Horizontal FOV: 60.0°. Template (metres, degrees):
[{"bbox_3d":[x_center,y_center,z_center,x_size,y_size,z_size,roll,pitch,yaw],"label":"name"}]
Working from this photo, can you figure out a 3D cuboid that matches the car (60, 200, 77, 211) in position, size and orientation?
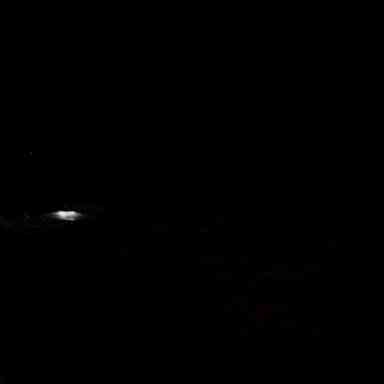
[{"bbox_3d":[-17.518,1.880,47.180,2.128,1.511,4.902,1,-1,-14],"label":"car"}]

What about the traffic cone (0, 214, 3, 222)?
[{"bbox_3d":[-15.829,2.158,27.657,0.340,0.580,0.340,1,-1,-3],"label":"traffic cone"}]
